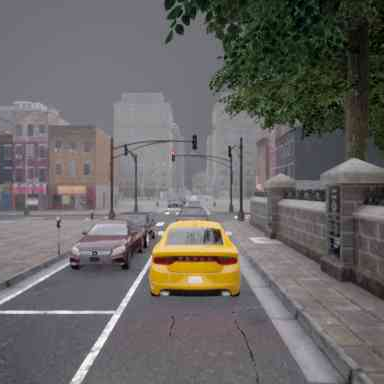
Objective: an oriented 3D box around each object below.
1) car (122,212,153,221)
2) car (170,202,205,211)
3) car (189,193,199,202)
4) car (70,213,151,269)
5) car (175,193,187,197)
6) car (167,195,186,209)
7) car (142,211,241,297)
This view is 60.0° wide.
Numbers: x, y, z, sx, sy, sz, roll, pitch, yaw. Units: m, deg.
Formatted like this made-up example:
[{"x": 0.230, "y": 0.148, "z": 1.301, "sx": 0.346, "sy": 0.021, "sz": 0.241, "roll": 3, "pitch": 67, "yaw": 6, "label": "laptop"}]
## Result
[{"x": -2.618, "y": 1.563, "z": 14.708, "sx": 1.947, "sy": 1.339, "sz": 4.313, "roll": 0, "pitch": 0, "yaw": 0, "label": "car"}, {"x": 0.030, "y": 1.543, "z": 19.128, "sx": 2.033, "sy": 1.411, "sz": 5.357, "roll": 0, "pitch": 0, "yaw": 0, "label": "car"}, {"x": 0.379, "y": 1.500, "z": 66.917, "sx": 1.812, "sy": 1.442, "sz": 4.674, "roll": 0, "pitch": 0, "yaw": 0, "label": "car"}, {"x": -2.623, "y": 1.580, "z": 11.045, "sx": 1.802, "sy": 1.307, "sz": 4.206, "roll": 0, "pitch": 0, "yaw": 0, "label": "car"}, {"x": -2.187, "y": 1.201, "z": 61.748, "sx": 2.150, "sy": 2.045, "sz": 5.566, "roll": 0, "pitch": 0, "yaw": 0, "label": "car"}, {"x": -2.224, "y": 1.548, "z": 45.305, "sx": 1.994, "sy": 1.385, "sz": 4.181, "roll": 0, "pitch": 0, "yaw": 0, "label": "car"}, {"x": 0.078, "y": 1.476, "z": 8.639, "sx": 1.882, "sy": 1.535, "sz": 5.008, "roll": 0, "pitch": 0, "yaw": 0, "label": "car"}]
